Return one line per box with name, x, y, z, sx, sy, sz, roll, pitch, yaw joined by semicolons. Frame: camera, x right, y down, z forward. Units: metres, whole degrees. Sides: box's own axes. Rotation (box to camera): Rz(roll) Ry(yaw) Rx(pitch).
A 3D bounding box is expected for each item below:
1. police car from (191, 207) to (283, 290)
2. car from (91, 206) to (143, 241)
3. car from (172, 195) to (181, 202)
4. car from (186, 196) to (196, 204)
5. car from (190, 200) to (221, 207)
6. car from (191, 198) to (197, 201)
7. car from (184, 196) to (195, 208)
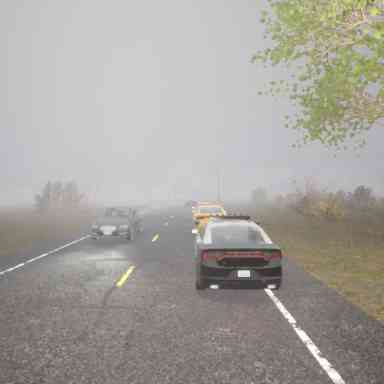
police car;1.030;1.428;9.223;1.930;1.638;5.238;0;0;0
car;-3.637;1.495;16.777;2.128;1.511;4.902;0;0;0
car;-3.672;1.518;78.520;1.837;1.490;4.892;0;0;0
car;-0.139;1.516;63.322;1.837;1.490;4.892;0;0;0
car;1.008;1.482;19.114;1.882;1.535;5.008;0;0;0
car;0.994;1.461;25.305;1.801;1.575;5.366;0;0;0
car;-0.069;1.534;47.654;1.812;1.442;4.674;0;0;1
